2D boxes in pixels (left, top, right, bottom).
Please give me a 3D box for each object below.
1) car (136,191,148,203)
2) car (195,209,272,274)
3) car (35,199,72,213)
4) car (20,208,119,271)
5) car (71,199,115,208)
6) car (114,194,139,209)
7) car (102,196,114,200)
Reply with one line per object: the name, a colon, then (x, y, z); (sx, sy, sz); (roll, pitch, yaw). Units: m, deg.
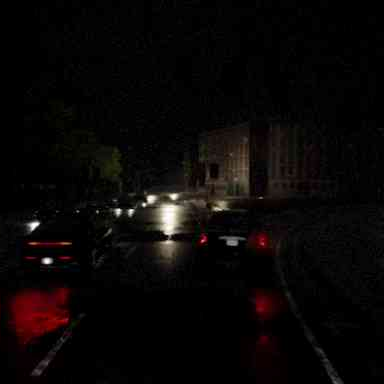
car: (-9.284, 0.922, 60.882); (2.150, 2.045, 5.566); (0, 1, -2)
car: (1.490, 1.362, 10.917); (2.097, 1.767, 4.553); (1, 0, 12)
car: (-11.160, 1.393, 27.489); (1.882, 1.535, 5.008); (0, 0, -2)
car: (-3.727, 1.475, 10.748); (1.837, 1.490, 4.892); (0, 0, -3)
car: (-7.886, 1.534, 26.960); (1.895, 1.301, 4.718); (0, 0, -2)
car: (-8.617, 1.337, 44.202); (1.882, 1.535, 5.008); (0, 0, -2)
car: (-12.001, 1.308, 47.665); (2.128, 1.511, 4.902); (0, 0, -2)
